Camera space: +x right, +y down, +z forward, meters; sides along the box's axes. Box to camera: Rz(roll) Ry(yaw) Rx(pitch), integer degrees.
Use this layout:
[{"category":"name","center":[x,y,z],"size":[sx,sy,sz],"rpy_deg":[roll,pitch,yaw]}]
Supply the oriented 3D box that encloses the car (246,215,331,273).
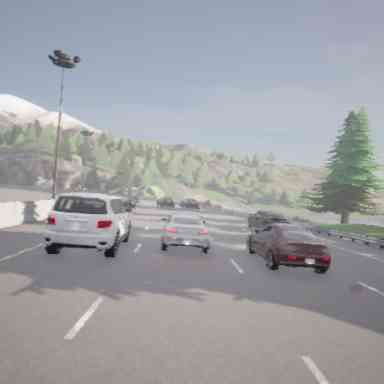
[{"category":"car","center":[3.352,1.884,12.147],"size":[1.812,1.442,4.674],"rpy_deg":[5,0,-4]}]

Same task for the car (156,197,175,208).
[{"category":"car","center":[-4.215,1.524,52.247],"size":[2.097,1.767,4.553],"rpy_deg":[4,-1,-18]}]

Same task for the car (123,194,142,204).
[{"category":"car","center":[-10.933,1.248,60.802],"size":[2.128,1.511,4.902],"rpy_deg":[5,-1,-23]}]

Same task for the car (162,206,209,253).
[{"category":"car","center":[-0.350,1.633,14.454],"size":[1.812,1.442,4.674],"rpy_deg":[5,-1,-5]}]

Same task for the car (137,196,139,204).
[{"category":"car","center":[-8.252,1.383,42.081],"size":[1.895,1.301,4.718],"rpy_deg":[4,-1,-15]}]

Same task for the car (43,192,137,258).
[{"category":"car","center":[-3.592,1.072,12.400],"size":[2.150,2.045,5.566],"rpy_deg":[5,-1,-4]}]

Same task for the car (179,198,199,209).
[{"category":"car","center":[-0.461,1.796,51.895],"size":[2.097,1.767,4.553],"rpy_deg":[4,-1,-18]}]

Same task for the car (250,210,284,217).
[{"category":"car","center":[5.574,2.145,24.981],"size":[1.837,1.490,4.892],"rpy_deg":[5,0,-8]}]
